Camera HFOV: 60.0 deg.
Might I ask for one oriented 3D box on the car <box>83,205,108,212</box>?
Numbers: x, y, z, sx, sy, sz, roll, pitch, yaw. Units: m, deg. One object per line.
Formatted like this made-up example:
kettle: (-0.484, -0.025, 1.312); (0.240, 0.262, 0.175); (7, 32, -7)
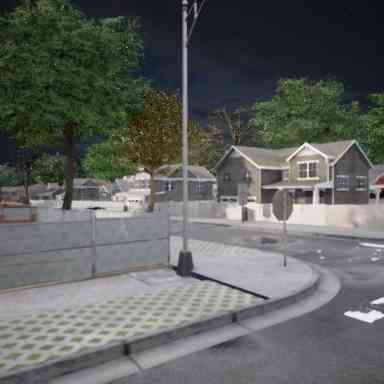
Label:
car: (-9.283, 2.046, 32.355); (1.812, 1.442, 4.674); (0, -1, -36)

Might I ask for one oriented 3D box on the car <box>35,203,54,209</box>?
car: (-22.354, 2.336, 50.319); (1.882, 1.535, 5.008); (0, 0, -36)
